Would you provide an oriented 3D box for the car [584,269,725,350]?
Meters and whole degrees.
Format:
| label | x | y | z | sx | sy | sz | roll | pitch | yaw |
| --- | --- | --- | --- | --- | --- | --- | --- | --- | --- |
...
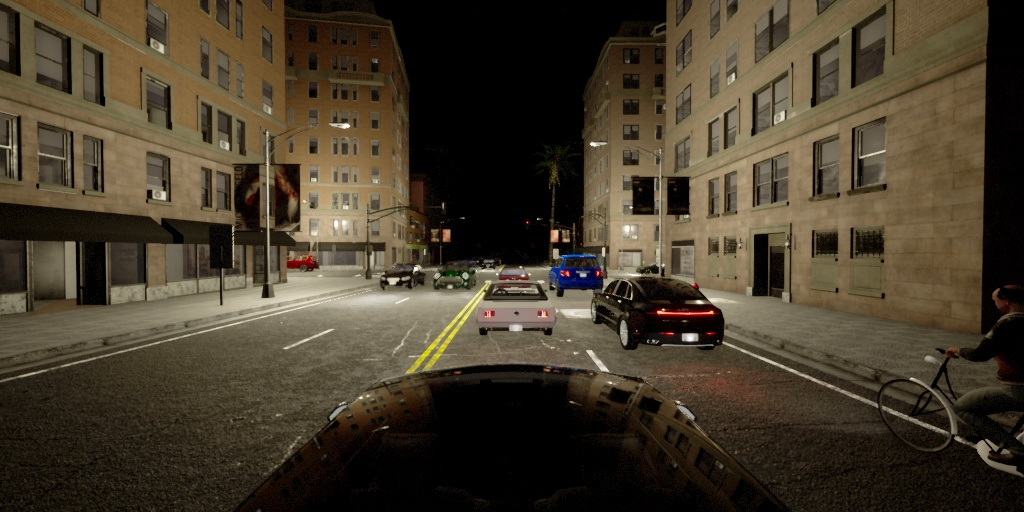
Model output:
| label | x | y | z | sx | sy | sz | roll | pitch | yaw |
| --- | --- | --- | --- | --- | --- | --- | --- | --- | --- |
| car | 3.297 | 1.253 | 9.037 | 1.837 | 1.490 | 4.892 | 0 | 0 | 0 |

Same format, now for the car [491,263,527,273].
| label | x | y | z | sx | sy | sz | roll | pitch | yaw |
| --- | --- | --- | --- | --- | --- | --- | --- | --- | --- |
| car | 0.081 | 1.294 | 19.948 | 2.033 | 1.411 | 5.357 | 0 | 0 | 0 |

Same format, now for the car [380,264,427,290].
| label | x | y | z | sx | sy | sz | roll | pitch | yaw |
| --- | --- | --- | --- | --- | --- | --- | --- | --- | --- |
| car | -6.621 | 1.237 | 22.333 | 2.128 | 1.511 | 4.902 | 0 | 0 | 0 |

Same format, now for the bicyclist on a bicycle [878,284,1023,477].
| label | x | y | z | sx | sy | sz | roll | pitch | yaw |
| --- | --- | --- | --- | --- | --- | --- | --- | --- | --- |
| bicyclist on a bicycle | 4.144 | 1.120 | 3.154 | 0.659 | 1.776 | 1.843 | 0 | 0 | 0 |

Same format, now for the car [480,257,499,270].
| label | x | y | z | sx | sy | sz | roll | pitch | yaw |
| --- | --- | --- | --- | --- | --- | --- | --- | --- | --- |
| car | -3.402 | 1.234 | 53.305 | 2.128 | 1.511 | 4.902 | 0 | 0 | 0 |

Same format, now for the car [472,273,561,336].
| label | x | y | z | sx | sy | sz | roll | pitch | yaw |
| --- | --- | --- | --- | --- | --- | --- | --- | --- | --- |
| car | 0.092 | 1.349 | 10.379 | 1.895 | 1.301 | 4.718 | 0 | 0 | 0 |

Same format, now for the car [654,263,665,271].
| label | x | y | z | sx | sy | sz | roll | pitch | yaw |
| --- | --- | --- | --- | --- | --- | --- | --- | --- | --- |
| car | 16.173 | 1.511 | 33.843 | 4.313 | 1.339 | 1.948 | 0 | 0 | 0 |

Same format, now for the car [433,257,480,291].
| label | x | y | z | sx | sy | sz | roll | pitch | yaw |
| --- | --- | --- | --- | --- | --- | --- | --- | --- | --- |
| car | -3.372 | 1.098 | 21.809 | 2.097 | 1.767 | 4.553 | 0 | 0 | 0 |

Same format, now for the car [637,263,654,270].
| label | x | y | z | sx | sy | sz | roll | pitch | yaw |
| --- | --- | --- | --- | --- | --- | --- | --- | --- | --- |
| car | 16.015 | 1.423 | 39.792 | 4.181 | 1.385 | 1.994 | 0 | 1 | 0 |

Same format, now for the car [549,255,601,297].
| label | x | y | z | sx | sy | sz | roll | pitch | yaw |
| --- | --- | --- | --- | --- | --- | --- | --- | --- | --- |
| car | 3.231 | 0.968 | 18.946 | 2.150 | 2.045 | 5.566 | 0 | 0 | 0 |

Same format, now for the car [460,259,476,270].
| label | x | y | z | sx | sy | sz | roll | pitch | yaw |
| --- | --- | --- | --- | --- | --- | --- | --- | --- | --- |
| car | -6.644 | 1.268 | 54.610 | 1.812 | 1.442 | 4.674 | 0 | 0 | 1 |

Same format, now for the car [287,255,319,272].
| label | x | y | z | sx | sy | sz | roll | pitch | yaw |
| --- | --- | --- | --- | --- | --- | --- | --- | --- | --- |
| car | -23.936 | 0.834 | 39.293 | 5.009 | 1.841 | 2.192 | 0 | 0 | -9 |
